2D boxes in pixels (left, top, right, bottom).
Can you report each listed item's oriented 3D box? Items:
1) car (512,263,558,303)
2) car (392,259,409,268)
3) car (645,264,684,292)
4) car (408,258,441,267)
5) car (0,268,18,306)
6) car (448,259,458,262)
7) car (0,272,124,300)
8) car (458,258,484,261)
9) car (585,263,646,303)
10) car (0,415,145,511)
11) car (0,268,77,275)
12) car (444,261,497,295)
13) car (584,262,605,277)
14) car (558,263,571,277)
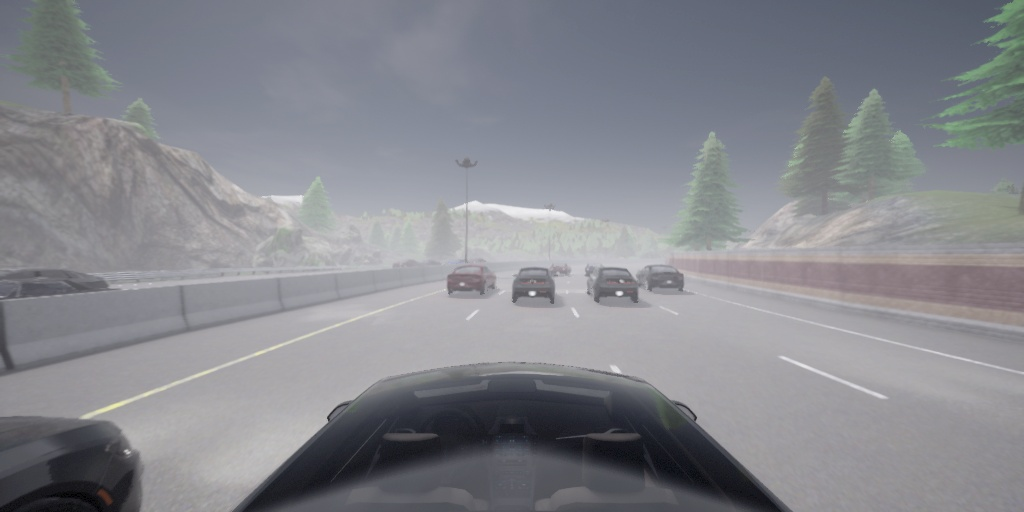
[{"bbox_3d":[1.084,1.249,16.786,1.837,1.490,4.892,0,0,6],"label":"car"},{"bbox_3d":[-15.779,1.133,53.500,1.882,1.535,5.008,0,0,19],"label":"car"},{"bbox_3d":[8.812,1.248,21.707,1.882,1.535,5.008,0,0,8],"label":"car"},{"bbox_3d":[-12.418,1.216,52.576,2.033,1.411,5.357,0,0,19],"label":"car"},{"bbox_3d":[-20.622,1.190,11.933,1.812,1.442,4.674,0,0,4],"label":"car"},{"bbox_3d":[-8.313,1.161,53.699,1.882,1.535,5.008,0,0,20],"label":"car"},{"bbox_3d":[-13.777,1.293,9.727,1.895,1.301,4.718,0,0,3],"label":"car"},{"bbox_3d":[-5.354,1.048,51.536,2.097,1.767,4.553,0,0,20],"label":"car"},{"bbox_3d":[4.619,1.262,16.925,1.837,1.490,4.892,0,0,6],"label":"car"},{"bbox_3d":[-3.322,1.243,0.304,1.837,1.490,4.892,0,0,0],"label":"car"},{"bbox_3d":[-17.098,1.182,12.213,1.837,1.490,4.892,0,0,4],"label":"car"},{"bbox_3d":[-2.085,1.208,19.716,1.882,1.535,5.008,0,0,7],"label":"car"},{"bbox_3d":[8.729,1.361,37.637,1.895,1.301,4.718,0,0,16],"label":"car"},{"bbox_3d":[5.121,1.347,37.716,1.895,1.301,4.718,0,0,15],"label":"car"}]
